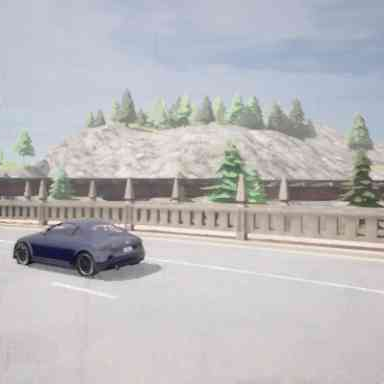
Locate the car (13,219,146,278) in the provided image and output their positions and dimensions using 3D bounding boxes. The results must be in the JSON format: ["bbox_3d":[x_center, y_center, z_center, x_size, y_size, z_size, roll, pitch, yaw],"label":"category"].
[{"bbox_3d":[-3.458,1.524,10.050,4.181,1.385,1.994,0,0,31],"label":"car"}]
